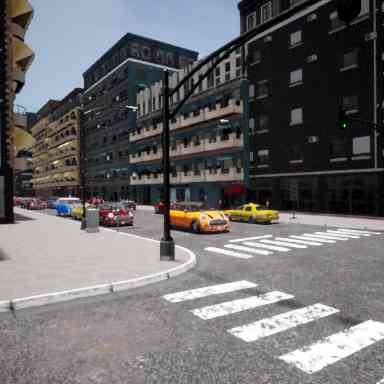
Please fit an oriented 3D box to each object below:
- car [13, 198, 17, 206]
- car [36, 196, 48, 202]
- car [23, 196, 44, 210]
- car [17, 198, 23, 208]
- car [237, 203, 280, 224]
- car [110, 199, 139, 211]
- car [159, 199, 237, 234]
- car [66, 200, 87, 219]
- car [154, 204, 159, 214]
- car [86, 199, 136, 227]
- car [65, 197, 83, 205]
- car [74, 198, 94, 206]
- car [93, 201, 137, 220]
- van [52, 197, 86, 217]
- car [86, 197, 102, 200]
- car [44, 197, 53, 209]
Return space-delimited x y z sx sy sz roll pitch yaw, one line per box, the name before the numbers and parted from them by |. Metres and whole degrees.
car | -31.492 1.782 60.012 1.887 1.381 4.507 -1 1 -35
car | -37.524 1.728 82.900 1.887 1.381 4.507 -1 1 -35
car | -21.854 1.628 46.494 1.967 1.590 4.097 -1 1 -35
car | -25.065 1.769 51.000 1.947 1.339 4.313 -1 1 -35
car | 4.152 1.498 24.463 1.752 1.417 4.829 -1 1 -35
car | -8.603 1.581 42.348 2.008 1.369 4.403 -1 1 -35
car | 0.203 1.408 20.022 2.097 1.767 4.553 -1 0 -35
car | -8.900 1.652 28.333 1.752 1.417 4.829 -1 1 -35
car | -2.177 1.441 33.335 1.967 1.590 4.097 -1 1 -35
car | -5.787 1.552 23.965 1.967 1.590 4.097 -1 1 -35
car | -21.457 1.645 60.371 2.008 1.369 4.403 -1 1 -35
car | -18.243 1.643 55.865 1.947 1.339 4.313 -1 1 -35
car | -7.104 1.636 30.272 2.033 1.411 5.357 -1 0 -36
van | -12.215 1.483 32.975 1.690 1.788 3.998 -1 1 -35
car | -15.032 1.501 51.358 1.967 1.590 4.097 -1 1 -35
car | -19.071 1.495 47.182 2.097 1.767 4.553 -1 1 -35
